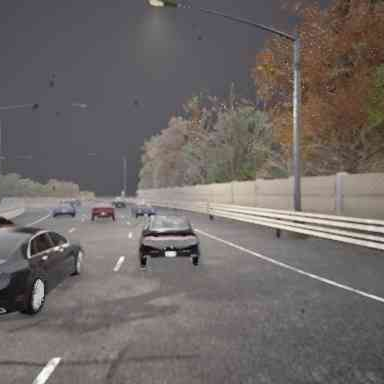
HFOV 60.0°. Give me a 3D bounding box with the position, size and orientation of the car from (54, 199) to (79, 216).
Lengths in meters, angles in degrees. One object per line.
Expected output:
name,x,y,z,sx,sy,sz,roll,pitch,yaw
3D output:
car,-12.622,1.724,33.148,1.994,1.385,4.181,0,0,-18

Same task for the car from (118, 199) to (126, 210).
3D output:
car,-10.671,1.668,47.006,1.882,1.535,5.008,0,0,-23

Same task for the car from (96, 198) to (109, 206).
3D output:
car,-16.210,1.857,60.119,1.895,1.301,4.718,0,0,-20

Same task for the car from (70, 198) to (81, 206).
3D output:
car,-20.976,1.803,58.800,1.812,1.442,4.674,0,0,-35

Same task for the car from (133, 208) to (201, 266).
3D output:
car,-0.848,1.530,11.707,2.128,1.511,4.902,0,0,-6

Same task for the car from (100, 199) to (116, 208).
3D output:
car,-13.595,1.825,53.770,1.895,1.301,4.718,0,0,-23

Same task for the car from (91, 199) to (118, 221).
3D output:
car,-7.738,1.601,29.040,1.882,1.535,5.008,0,0,-15

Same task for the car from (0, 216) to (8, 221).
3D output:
car,-7.881,1.603,12.749,1.812,1.442,4.674,0,0,-7

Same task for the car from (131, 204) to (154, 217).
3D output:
car,-4.533,1.713,30.771,1.895,1.301,4.718,0,0,-16

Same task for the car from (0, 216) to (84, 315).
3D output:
car,-3.866,1.547,7.545,1.837,1.490,4.892,0,0,-4
